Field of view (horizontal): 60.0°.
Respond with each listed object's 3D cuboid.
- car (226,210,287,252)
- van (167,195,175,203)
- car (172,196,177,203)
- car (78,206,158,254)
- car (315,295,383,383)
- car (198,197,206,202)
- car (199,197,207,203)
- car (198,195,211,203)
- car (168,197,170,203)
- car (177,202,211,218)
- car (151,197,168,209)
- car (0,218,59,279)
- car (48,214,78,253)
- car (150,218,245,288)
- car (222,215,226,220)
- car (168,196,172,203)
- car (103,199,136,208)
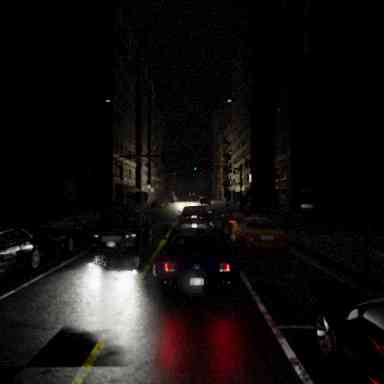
[{"bbox_3d":[2.659,1.603,14.049,1.752,1.417,4.829,0,0,0],"label":"car"},{"bbox_3d":[-5.252,1.775,83.914,1.690,1.788,3.998,0,0,0],"label":"van"},{"bbox_3d":[-5.261,1.974,78.459,1.947,1.339,4.313,0,0,0],"label":"car"},{"bbox_3d":[-2.810,1.569,14.020,2.128,1.511,4.902,0,0,0],"label":"car"},{"bbox_3d":[2.641,1.584,3.053,1.947,1.339,4.313,0,0,0],"label":"car"},{"bbox_3d":[2.781,2.011,89.348,2.008,1.369,4.403,0,0,0],"label":"car"},{"bbox_3d":[2.773,1.979,83.894,1.887,1.381,4.507,0,0,0],"label":"car"},{"bbox_3d":[2.746,1.795,67.532,1.967,1.590,4.097,0,0,0],"label":"car"},{"bbox_3d":[-5.297,1.846,56.644,1.887,1.381,4.507,0,0,0],"label":"car"},{"bbox_3d":[0.134,1.620,20.932,1.837,1.490,4.892,0,0,0],"label":"car"},{"bbox_3d":[-5.306,1.824,51.189,2.008,1.369,4.403,0,0,0],"label":"car"},{"bbox_3d":[-5.375,1.599,8.488,2.008,1.369,4.403,0,0,0],"label":"car"},{"bbox_3d":[-5.366,1.628,13.901,2.008,1.369,4.403,0,0,0],"label":"car"},{"bbox_3d":[0.117,1.654,9.388,1.895,1.301,4.718,0,0,0],"label":"car"},{"bbox_3d":[2.667,1.688,19.292,1.802,1.307,4.206,0,0,0],"label":"car"},{"bbox_3d":[-5.288,1.853,61.927,1.752,1.417,4.829,0,0,0],"label":"car"},{"bbox_3d":[-5.349,1.449,24.728,2.192,1.841,5.009,0,0,0],"label":"car"}]
